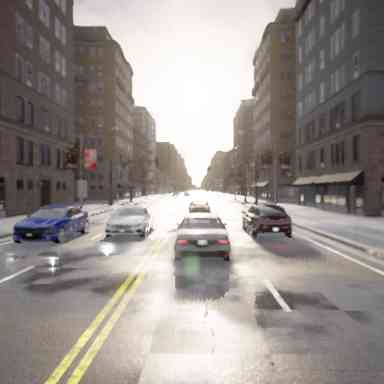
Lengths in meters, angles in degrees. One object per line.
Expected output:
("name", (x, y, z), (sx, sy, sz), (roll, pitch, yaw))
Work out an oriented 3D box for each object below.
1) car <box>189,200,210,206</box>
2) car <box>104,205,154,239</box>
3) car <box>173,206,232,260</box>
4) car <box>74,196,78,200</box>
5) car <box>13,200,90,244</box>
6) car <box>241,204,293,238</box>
("car", (0.653, 1.364, 29.526), (1.895, 1.301, 4.718), (0, 0, 1))
("car", (-3.012, 1.402, 16.847), (1.812, 1.442, 4.674), (0, 0, 1))
("car", (0.345, 1.452, 11.938), (2.033, 1.411, 5.357), (0, 0, 1))
("car", (-21.096, 1.210, 55.192), (4.313, 1.339, 1.947), (0, 0, 1))
("car", (-6.289, 1.377, 15.430), (1.882, 1.535, 5.008), (0, 0, 1))
("car", (3.689, 1.358, 16.886), (1.837, 1.490, 4.892), (0, 0, 1))
